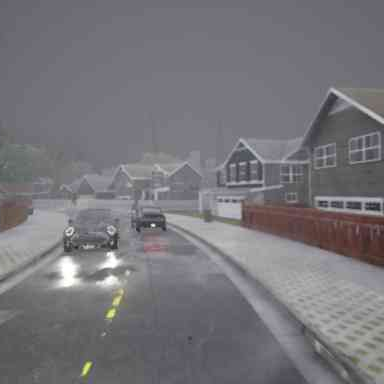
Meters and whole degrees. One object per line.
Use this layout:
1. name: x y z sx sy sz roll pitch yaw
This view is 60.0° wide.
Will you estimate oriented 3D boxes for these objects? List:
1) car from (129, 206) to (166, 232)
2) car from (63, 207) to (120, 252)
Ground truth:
1. car: -2.893 1.701 21.640 1.837 1.490 4.892 0 -1 -15
2. car: -4.288 1.515 14.783 2.097 1.767 4.553 -1 0 -11
